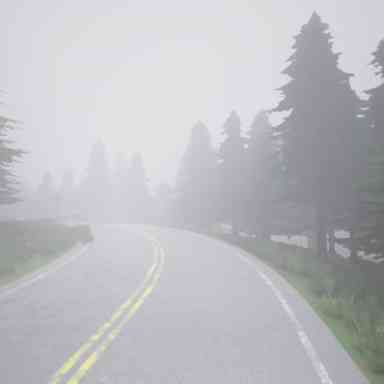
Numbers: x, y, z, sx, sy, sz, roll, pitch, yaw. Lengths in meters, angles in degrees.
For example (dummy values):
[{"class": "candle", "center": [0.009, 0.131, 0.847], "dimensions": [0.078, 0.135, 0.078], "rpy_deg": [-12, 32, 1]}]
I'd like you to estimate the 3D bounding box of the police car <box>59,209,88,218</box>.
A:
[{"class": "police car", "center": [-14.467, 2.883, 39.252], "dimensions": [5.238, 1.638, 1.930], "rpy_deg": [-5, -8, 33]}]
